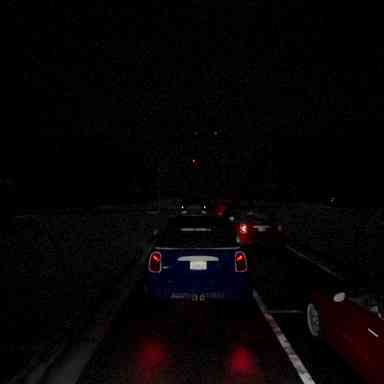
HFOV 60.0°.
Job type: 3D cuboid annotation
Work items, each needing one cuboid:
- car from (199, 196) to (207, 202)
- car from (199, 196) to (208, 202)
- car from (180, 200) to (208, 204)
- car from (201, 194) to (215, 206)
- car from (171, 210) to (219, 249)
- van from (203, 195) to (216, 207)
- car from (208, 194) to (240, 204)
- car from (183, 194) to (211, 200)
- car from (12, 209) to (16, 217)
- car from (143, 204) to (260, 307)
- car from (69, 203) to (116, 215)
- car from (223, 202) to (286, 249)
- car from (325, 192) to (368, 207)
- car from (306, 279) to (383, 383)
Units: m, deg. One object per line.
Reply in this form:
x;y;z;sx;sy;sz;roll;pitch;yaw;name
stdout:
2.730;1.674;84.055;1.887;1.381;4.507;-1;0;0;car
2.724;1.664;78.648;2.008;1.369;4.403;-1;0;0;car
0.133;1.575;25.550;1.994;1.385;4.181;0;0;-1;car
2.694;1.373;57.023;2.192;1.841;5.009;-1;0;0;car
0.113;1.604;15.537;1.895;1.301;4.718;0;0;0;car
2.688;1.388;51.617;1.690;1.788;3.998;-1;0;0;van
2.656;1.326;25.255;2.192;1.841;5.009;-1;0;0;car
0.925;1.270;43.498;5.566;2.045;2.150;0;2;42;car
-22.108;2.150;37.026;4.674;1.442;1.812;-2;1;0;car
0.080;1.353;8.170;2.097;1.767;4.553;0;0;-1;car
-10.968;1.900;37.003;4.718;1.301;1.895;-2;1;0;car
2.645;1.443;14.450;1.967;1.590;4.097;-1;0;0;car
18.435;0.868;39.936;4.553;1.767;2.097;-1;1;0;car
2.634;1.582;3.645;1.802;1.307;4.206;-1;0;0;car
